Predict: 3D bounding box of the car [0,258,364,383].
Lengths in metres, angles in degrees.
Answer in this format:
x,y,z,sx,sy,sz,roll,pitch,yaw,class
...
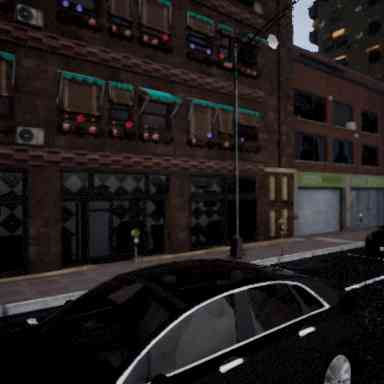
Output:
x,y,z,sx,sy,sz,roll,pitch,yaw,class
-0.172,1.538,3.261,4.892,1.490,1.837,0,-1,-37,car

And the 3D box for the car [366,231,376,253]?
x,y,z,sx,sy,sz,roll,pitch,yaw,class
8.591,1.679,13.140,4.313,1.339,1.947,0,-1,-37,car

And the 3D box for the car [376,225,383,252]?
x,y,z,sx,sy,sz,roll,pitch,yaw,class
7.048,1.425,8.715,4.553,1.767,2.097,0,-1,-37,car
